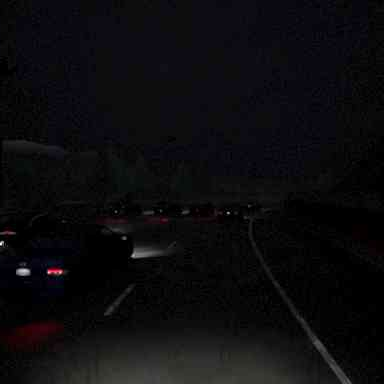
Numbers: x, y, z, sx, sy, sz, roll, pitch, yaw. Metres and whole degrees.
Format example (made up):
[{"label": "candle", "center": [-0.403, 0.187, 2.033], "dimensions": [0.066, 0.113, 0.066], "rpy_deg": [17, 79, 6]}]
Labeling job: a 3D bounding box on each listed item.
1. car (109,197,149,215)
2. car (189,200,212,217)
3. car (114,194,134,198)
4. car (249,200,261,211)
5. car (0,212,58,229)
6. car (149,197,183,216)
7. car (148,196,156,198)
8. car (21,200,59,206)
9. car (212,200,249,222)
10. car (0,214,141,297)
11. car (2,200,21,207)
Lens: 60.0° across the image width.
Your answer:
[{"label": "car", "center": [-6.289, 1.557, 32.313], "dimensions": [2.128, 1.511, 4.902], "rpy_deg": [0, 0, 13]}, {"label": "car", "center": [1.117, 1.563, 33.094], "dimensions": [1.882, 1.535, 5.008], "rpy_deg": [0, 0, 14]}, {"label": "car", "center": [-14.545, 1.359, 71.149], "dimensions": [2.150, 2.045, 5.566], "rpy_deg": [0, 0, 25]}, {"label": "car", "center": [7.615, 1.688, 42.303], "dimensions": [1.994, 1.385, 4.181], "rpy_deg": [0, 0, 19]}, {"label": "car", "center": [-6.106, 1.509, 12.768], "dimensions": [2.128, 1.511, 4.902], "rpy_deg": [0, 0, 5]}, {"label": "car", "center": [-2.326, 1.570, 33.732], "dimensions": [2.128, 1.511, 4.902], "rpy_deg": [0, 0, 15]}, {"label": "car", "center": [-9.056, 1.511, 74.177], "dimensions": [1.994, 1.385, 4.181], "rpy_deg": [0, 0, 27]}, {"label": "car", "center": [-16.203, 1.616, 36.672], "dimensions": [1.994, 1.385, 4.181], "rpy_deg": [0, 0, 15]}, {"label": "car", "center": [3.235, 1.624, 27.116], "dimensions": [2.033, 1.411, 5.357], "rpy_deg": [0, 0, 12]}, {"label": "car", "center": [-2.992, 1.563, 8.772], "dimensions": [2.033, 1.411, 5.357], "rpy_deg": [0, 0, 4]}, {"label": "car", "center": [-19.817, 1.569, 36.682], "dimensions": [1.812, 1.442, 4.674], "rpy_deg": [0, 0, 15]}]
